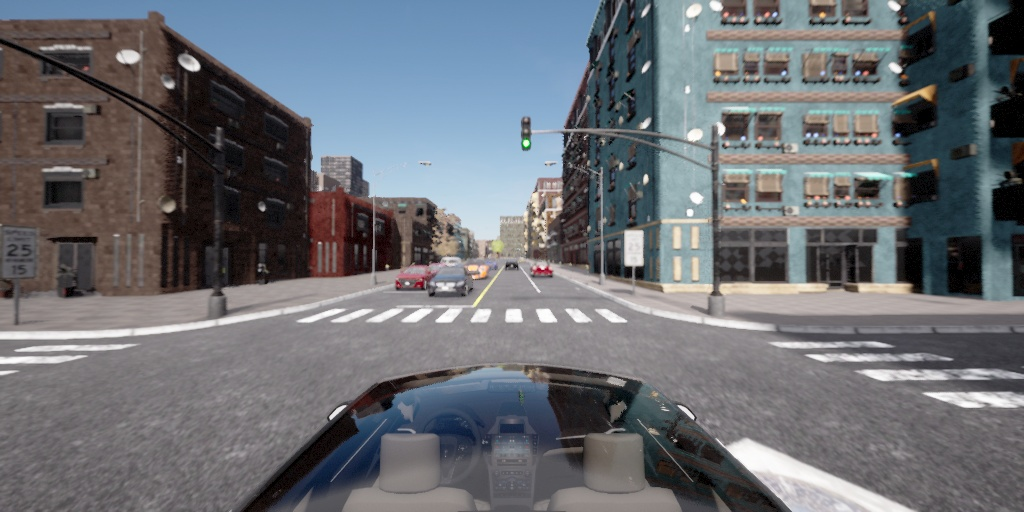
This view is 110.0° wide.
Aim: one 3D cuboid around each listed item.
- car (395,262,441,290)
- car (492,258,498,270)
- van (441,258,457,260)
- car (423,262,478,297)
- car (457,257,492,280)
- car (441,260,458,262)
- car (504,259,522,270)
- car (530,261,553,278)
[{"bbox_3d":[-5.770,1.257,21.994,1.888,1.381,4.507,0,0,0],"label":"car"},{"bbox_3d":[-3.055,1.011,49.385,2.097,1.767,4.553,0,0,1],"label":"car"},{"bbox_3d":[-5.695,1.031,33.364,1.690,1.789,3.998,0,0,0],"label":"van"},{"bbox_3d":[-3.095,1.243,18.953,1.812,1.442,4.674,0,0,0],"label":"car"},{"bbox_3d":[-3.097,1.047,30.655,2.097,1.767,4.553,0,0,0],"label":"car"},{"bbox_3d":[-5.695,1.246,27.676,1.888,1.381,4.507,0,0,0],"label":"car"},{"bbox_3d":[-0.008,1.138,49.248,1.882,1.535,5.008,0,0,0],"label":"car"},{"bbox_3d":[2.686,1.129,33.426,1.967,1.591,4.097,0,0,0],"label":"car"}]
